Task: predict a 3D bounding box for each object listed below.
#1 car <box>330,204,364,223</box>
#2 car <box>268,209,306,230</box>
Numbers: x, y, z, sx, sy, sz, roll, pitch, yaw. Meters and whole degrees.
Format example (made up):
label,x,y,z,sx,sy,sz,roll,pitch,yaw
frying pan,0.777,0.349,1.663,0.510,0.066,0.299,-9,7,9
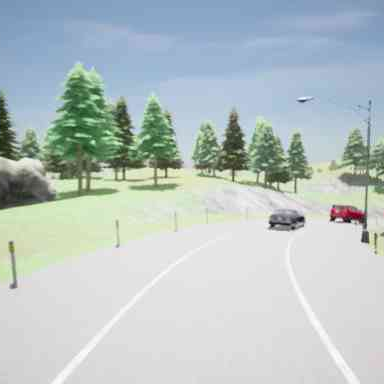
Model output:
label,x,y,z,sx,sy,sz,roll,pitch,yaw
car,18.309,2.564,39.140,5.566,2.045,2.150,6,-1,-42
car,7.341,2.018,25.424,2.033,1.411,5.357,2,-1,29
